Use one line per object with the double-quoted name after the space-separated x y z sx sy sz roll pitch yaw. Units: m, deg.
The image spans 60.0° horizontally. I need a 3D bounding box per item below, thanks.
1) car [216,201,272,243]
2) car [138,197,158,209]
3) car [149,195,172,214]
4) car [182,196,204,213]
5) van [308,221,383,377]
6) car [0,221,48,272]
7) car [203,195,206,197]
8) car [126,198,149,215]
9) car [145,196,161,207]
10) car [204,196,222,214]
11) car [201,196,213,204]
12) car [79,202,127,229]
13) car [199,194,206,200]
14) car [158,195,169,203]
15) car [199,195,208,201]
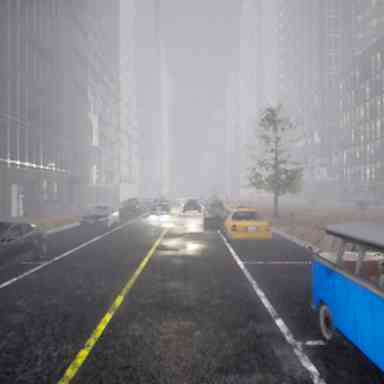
2.349 1.410 15.604 1.801 1.575 5.366 0 0 0 "car"
-5.684 1.424 43.623 2.008 1.369 4.403 0 0 0 "car"
-3.093 1.393 33.578 2.128 1.511 4.902 0 0 0 "car"
0.028 1.422 35.389 1.812 1.442 4.674 0 0 1 "car"
2.698 1.330 3.778 1.690 1.788 3.998 0 0 0 "van"
-5.685 1.537 9.489 1.947 1.339 4.313 0 0 0 "car"
2.697 1.314 43.600 1.967 1.590 4.097 0 0 0 "car"
-5.683 1.346 32.245 1.967 1.590 4.097 0 0 0 "car"
-5.684 1.402 49.312 1.887 1.381 4.507 0 0 0 "car"
2.697 1.440 37.912 2.008 1.369 4.403 0 0 0 "car"
2.697 1.377 60.668 2.008 1.369 4.403 0 0 0 "car"
-5.684 1.489 20.867 2.008 1.369 4.403 0 0 0 "car"
2.698 1.280 89.282 1.752 1.417 4.829 0 0 0 "car"
-5.683 1.356 66.380 1.887 1.381 4.507 0 0 0 "car"
2.698 1.349 77.734 1.947 1.339 4.313 0 0 0 "car"
